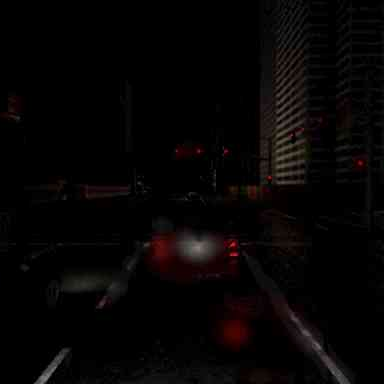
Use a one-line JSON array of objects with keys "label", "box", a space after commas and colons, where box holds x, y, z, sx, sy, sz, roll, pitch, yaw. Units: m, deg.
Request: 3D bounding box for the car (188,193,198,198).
[{"label": "car", "box": [0.198, 0.741, 62.005, 1.895, 1.301, 4.718, 0, 1, 0]}]

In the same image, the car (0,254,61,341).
[{"label": "car", "box": [-3.391, 1.462, 4.431, 1.812, 1.442, 4.674, 0, 1, 0]}]

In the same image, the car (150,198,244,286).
[{"label": "car", "box": [0.114, 1.225, 9.197, 2.097, 1.767, 4.553, 0, 1, 0]}]
